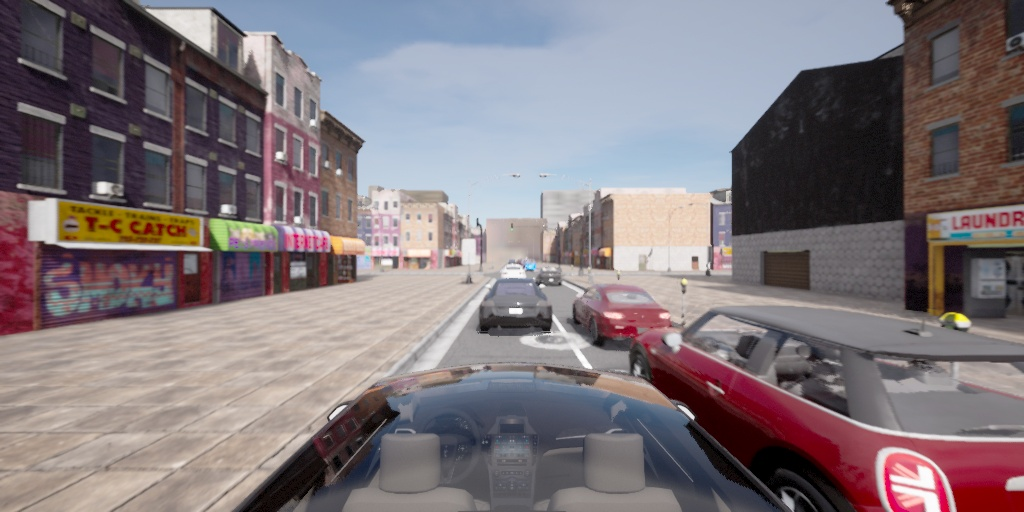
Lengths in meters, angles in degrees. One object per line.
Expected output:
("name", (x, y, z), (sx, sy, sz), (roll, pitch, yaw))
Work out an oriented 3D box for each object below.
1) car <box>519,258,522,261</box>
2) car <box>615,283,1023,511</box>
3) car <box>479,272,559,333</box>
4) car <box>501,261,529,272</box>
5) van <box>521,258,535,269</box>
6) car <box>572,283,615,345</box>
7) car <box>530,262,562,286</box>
("car", (2.649, 1.441, 58.793), (1.967, 1.591, 4.097), (0, 0, 0))
("car", (2.638, 1.195, 3.599), (1.967, 1.591, 4.097), (0, 0, 0))
("car", (0.097, 1.341, 10.929), (1.994, 1.385, 4.181), (0, 0, 0))
("car", (0.131, 1.370, 27.314), (1.812, 1.442, 4.674), (0, 0, 1))
("van", (2.648, 1.313, 53.317), (1.690, 1.789, 3.998), (0, 0, 0))
("car", (2.639, 1.354, 9.279), (1.802, 1.307, 4.207), (0, 0, 0))
("car", (2.643, 1.390, 26.315), (2.007, 1.370, 4.403), (0, 0, 0))
